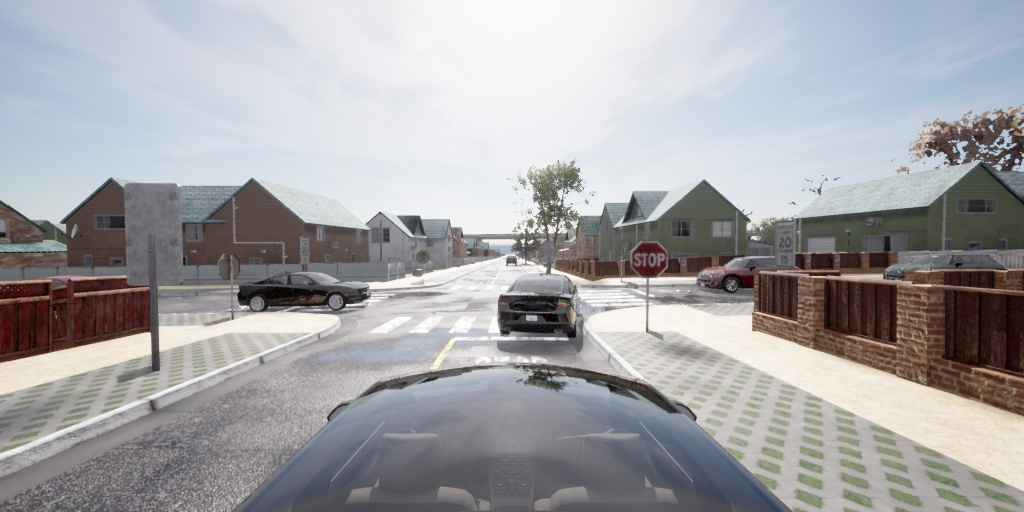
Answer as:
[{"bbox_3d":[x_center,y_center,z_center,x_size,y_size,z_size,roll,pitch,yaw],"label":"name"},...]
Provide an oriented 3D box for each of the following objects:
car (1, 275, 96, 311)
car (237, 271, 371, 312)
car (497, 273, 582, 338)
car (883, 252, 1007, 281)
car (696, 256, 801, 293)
[{"bbox_3d":[-18.038,1.546,14.791,5.008,1.535,1.882,-1,2,0],"label":"car"},{"bbox_3d":[-8.485,1.376,14.866,5.008,1.535,1.882,-1,2,0],"label":"car"},{"bbox_3d":[0.947,1.224,10.351,1.882,1.535,5.008,0,0,12],"label":"car"},{"bbox_3d":[21.681,0.645,18.059,4.553,1.767,2.097,-1,2,0],"label":"car"},{"bbox_3d":[11.786,0.820,17.975,4.553,1.767,2.097,-1,2,0],"label":"car"}]
